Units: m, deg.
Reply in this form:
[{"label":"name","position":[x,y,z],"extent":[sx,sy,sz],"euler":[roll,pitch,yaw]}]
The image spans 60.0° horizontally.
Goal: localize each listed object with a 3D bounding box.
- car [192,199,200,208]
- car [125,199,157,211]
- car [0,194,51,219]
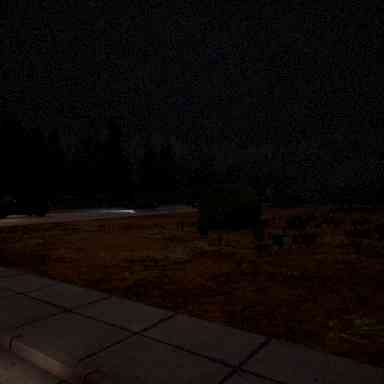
[{"label":"car","position":[1.880,1.591,47.269],"extent":[1.994,1.385,4.181],"euler":[0,0,39]},{"label":"car","position":[-6.404,1.590,42.104],"extent":[1.994,1.385,4.181],"euler":[0,0,37]},{"label":"car","position":[-15.536,1.248,29.741],"extent":[2.150,2.045,5.566],"euler":[0,0,36]}]
